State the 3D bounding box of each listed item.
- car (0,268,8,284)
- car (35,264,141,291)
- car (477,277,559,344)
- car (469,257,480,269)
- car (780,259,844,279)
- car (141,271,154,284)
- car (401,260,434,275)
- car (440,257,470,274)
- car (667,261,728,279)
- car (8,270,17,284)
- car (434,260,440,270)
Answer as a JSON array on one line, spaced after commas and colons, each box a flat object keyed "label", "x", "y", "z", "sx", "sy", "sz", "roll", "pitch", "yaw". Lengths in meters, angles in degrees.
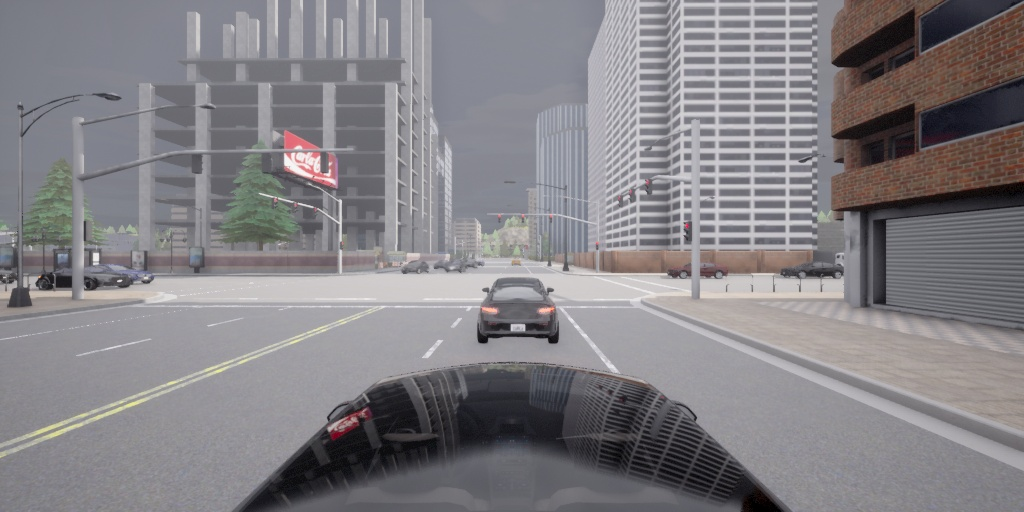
[{"label": "car", "x": -34.201, "y": 1.102, "z": 21.566, "sx": 4.553, "sy": 1.767, "sz": 2.097, "roll": 0, "pitch": 0, "yaw": 0}, {"label": "car", "x": -25.503, "y": 1.314, "z": 21.503, "sx": 4.181, "sy": 1.385, "sz": 1.994, "roll": 0, "pitch": 0, "yaw": 0}, {"label": "car", "x": 0.160, "y": 1.276, "z": 9.502, "sx": 1.812, "sy": 1.442, "sz": 4.674, "roll": 0, "pitch": 0, "yaw": 1}, {"label": "car", "x": -6.457, "y": 1.257, "z": 55.220, "sx": 1.837, "sy": 1.490, "sz": 4.892, "roll": 0, "pitch": -1, "yaw": 1}, {"label": "car", "x": 26.664, "y": 1.228, "z": 31.838, "sx": 5.008, "sy": 1.535, "sz": 1.882, "roll": 0, "pitch": 0, "yaw": 0}, {"label": "car", "x": -27.857, "y": 1.276, "z": 25.020, "sx": 4.674, "sy": 1.442, "sz": 1.812, "roll": 0, "pitch": 0, "yaw": 0}, {"label": "car", "x": -10.556, "y": 1.255, "z": 39.538, "sx": 1.837, "sy": 1.490, "sz": 4.892, "roll": 0, "pitch": 0, "yaw": 6}, {"label": "car", "x": -6.624, "y": 1.241, "z": 42.238, "sx": 2.128, "sy": 1.511, "sz": 4.902, "roll": 0, "pitch": 0, "yaw": 1}, {"label": "car", "x": 16.471, "y": 1.228, "z": 31.918, "sx": 5.008, "sy": 1.535, "sz": 1.882, "roll": 0, "pitch": 0, "yaw": 0}, {"label": "car", "x": -37.846, "y": 1.255, "z": 25.091, "sx": 4.892, "sy": 1.490, "sz": 1.837, "roll": 0, "pitch": 0, "yaw": 0}, {"label": "car", "x": -10.001, "y": 1.298, "z": 52.160, "sx": 2.033, "sy": 1.411, "sz": 5.357, "roll": 0, "pitch": 0, "yaw": 1}]
